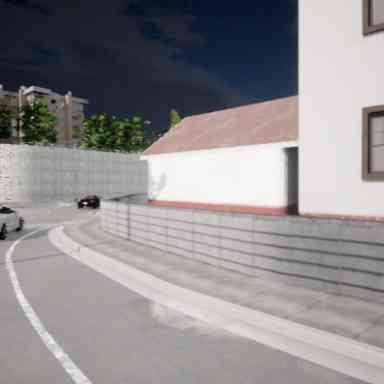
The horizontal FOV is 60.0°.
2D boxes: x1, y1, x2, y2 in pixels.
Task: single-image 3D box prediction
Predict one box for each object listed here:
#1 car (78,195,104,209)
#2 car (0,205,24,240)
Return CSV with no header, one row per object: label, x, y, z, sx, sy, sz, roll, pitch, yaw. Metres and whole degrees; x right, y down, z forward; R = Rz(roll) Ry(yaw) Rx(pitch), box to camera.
car,-10.302,1.033,35.177,1.994,1.385,4.181,0,1,9
car,-9.266,1.315,15.392,1.812,1.442,4.674,-1,1,-14
